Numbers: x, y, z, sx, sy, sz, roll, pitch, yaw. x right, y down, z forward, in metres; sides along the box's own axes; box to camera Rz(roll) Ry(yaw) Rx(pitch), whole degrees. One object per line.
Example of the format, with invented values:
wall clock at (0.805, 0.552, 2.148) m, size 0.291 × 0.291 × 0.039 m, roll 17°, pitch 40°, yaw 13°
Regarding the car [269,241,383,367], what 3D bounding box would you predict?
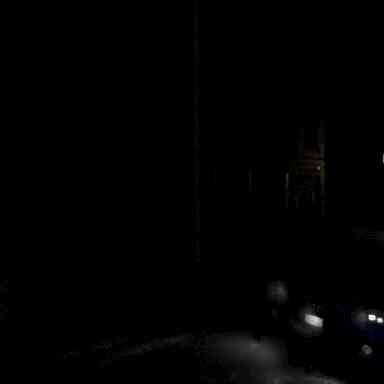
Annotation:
car at (3.294, 1.587, 5.728) m, size 4.181 × 1.385 × 1.994 m, roll 0°, pitch 0°, yaw -36°
